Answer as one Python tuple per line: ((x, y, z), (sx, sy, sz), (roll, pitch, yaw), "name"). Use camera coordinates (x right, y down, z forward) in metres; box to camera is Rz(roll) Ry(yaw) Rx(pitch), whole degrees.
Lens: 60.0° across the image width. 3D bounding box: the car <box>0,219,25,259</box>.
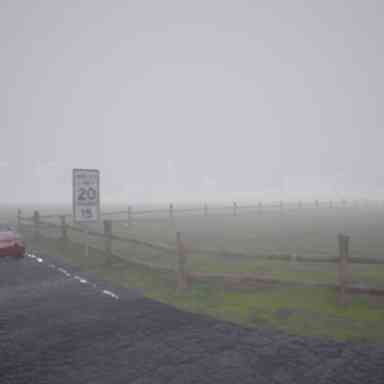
((-7.638, 1.644, 12.142), (1.994, 1.385, 4.181), (0, 0, -42), "car")
